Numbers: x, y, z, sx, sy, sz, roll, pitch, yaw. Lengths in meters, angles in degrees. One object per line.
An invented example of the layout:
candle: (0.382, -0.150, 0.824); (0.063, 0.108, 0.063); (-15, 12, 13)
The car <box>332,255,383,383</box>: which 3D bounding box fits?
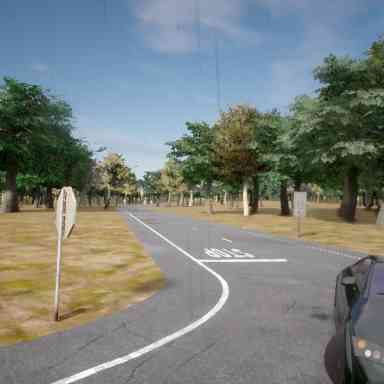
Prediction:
car: (3.076, 1.642, 4.582); (1.994, 1.385, 4.181); (1, -1, 22)
